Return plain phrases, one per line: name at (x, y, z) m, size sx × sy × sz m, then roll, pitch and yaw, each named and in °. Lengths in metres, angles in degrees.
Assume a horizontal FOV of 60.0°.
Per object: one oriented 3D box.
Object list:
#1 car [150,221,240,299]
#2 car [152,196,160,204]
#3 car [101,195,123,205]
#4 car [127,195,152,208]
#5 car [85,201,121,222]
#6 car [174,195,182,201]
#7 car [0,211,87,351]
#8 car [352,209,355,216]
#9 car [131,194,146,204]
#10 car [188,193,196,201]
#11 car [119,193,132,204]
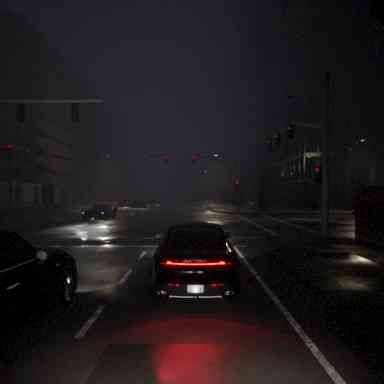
car at (0.082, 1.505, 8.441) m, size 1.837 × 1.490 × 4.892 m, roll 0°, pitch 0°, yaw 0°
car at (-7.289, 1.477, 63.559) m, size 1.882 × 1.535 × 5.008 m, roll 0°, pitch 0°, yaw 1°
car at (-10.962, 1.478, 44.314) m, size 1.882 × 1.535 × 5.008 m, roll 0°, pitch 0°, yaw 0°
car at (-7.473, 1.547, 47.678) m, size 2.033 × 1.411 × 5.357 m, roll 0°, pitch 0°, yaw 0°
car at (-7.265, 1.627, 26.448) m, size 1.895 × 1.301 × 4.718 m, roll 0°, pitch 0°, yaw -1°
car at (-3.507, 1.553, 84.235) m, size 1.994 × 1.385 × 4.181 m, roll 0°, pitch 0°, yaw 1°
car at (-3.445, 1.352, 5.119) m, size 2.097 × 1.767 × 4.553 m, roll 0°, pitch 0°, yaw 0°
car at (15.976, 1.656, 27.665) m, size 4.718 × 1.301 × 1.895 m, roll 0°, pitch 0°, yaw 0°
car at (-10.722, 1.352, 66.714) m, size 2.097 × 1.767 × 4.553 m, roll 0°, pitch 0°, yaw 1°
car at (-0.004, 1.225, 84.459) m, size 2.150 × 2.045 × 5.566 m, roll 0°, pitch 0°, yaw 1°
car at (-10.930, 1.222, 54.135) m, size 2.150 × 2.045 × 5.566 m, roll 0°, pitch 0°, yaw 1°
